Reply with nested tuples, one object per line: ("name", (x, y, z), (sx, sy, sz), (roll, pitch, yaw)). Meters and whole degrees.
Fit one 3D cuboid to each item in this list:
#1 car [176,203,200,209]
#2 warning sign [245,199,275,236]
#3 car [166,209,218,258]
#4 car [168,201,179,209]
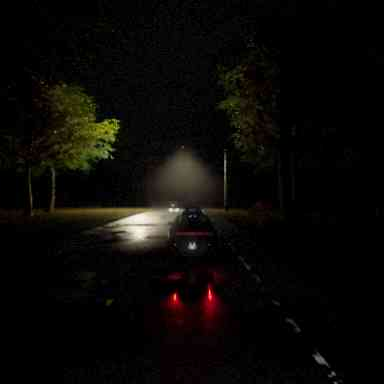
("car", (0.024, 1.901, 27.543), (2.033, 1.411, 5.357), (0, -1, 0))
("warning sign", (3.550, 1.323, 17.503), (1.300, 1.860, 1.060), (-1, -1, 0))
("car", (0.025, 1.648, 13.516), (2.128, 1.511, 4.902), (0, -1, 0))
("car", (-3.486, 2.504, 64.590), (2.128, 1.511, 4.902), (0, -1, 1))
